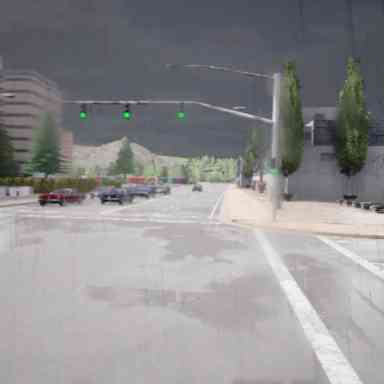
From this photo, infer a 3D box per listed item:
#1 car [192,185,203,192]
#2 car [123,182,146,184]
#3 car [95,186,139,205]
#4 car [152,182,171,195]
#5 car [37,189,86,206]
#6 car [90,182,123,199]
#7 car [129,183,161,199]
[{"bbox_3d":[1.178,-0.765,66.683,2.033,1.411,5.357,1,2,6],"label":"car"},{"bbox_3d":[-8.236,-0.275,46.679,2.033,1.411,5.357,2,2,7],"label":"car"},{"bbox_3d":[-6.636,0.397,29.947,1.895,1.301,4.718,1,2,7],"label":"car"},{"bbox_3d":[-4.344,-0.351,49.712,2.128,1.511,4.902,1,2,7],"label":"car"},{"bbox_3d":[-10.483,0.412,27.087,1.895,1.301,4.718,1,2,6],"label":"car"},{"bbox_3d":[-9.449,0.004,36.288,2.128,1.511,4.902,1,2,6],"label":"car"},{"bbox_3d":[-5.556,0.033,39.524,2.033,1.411,5.357,1,2,7],"label":"car"}]
